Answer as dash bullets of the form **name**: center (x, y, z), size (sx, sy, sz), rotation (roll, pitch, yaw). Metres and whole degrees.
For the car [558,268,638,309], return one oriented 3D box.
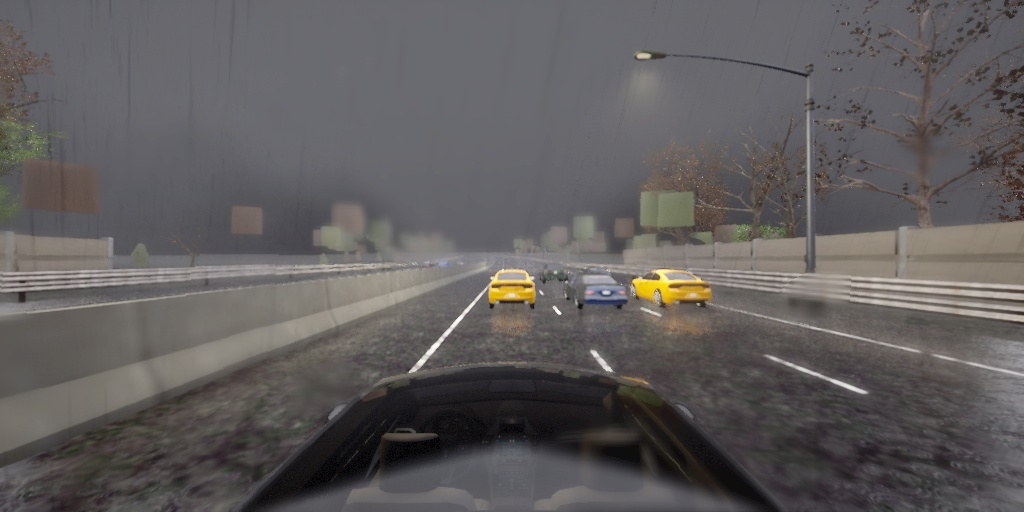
- **car**: center (3.503, 1.436, 15.832), size (2.033, 1.411, 5.357), rotation (0, -1, 0)

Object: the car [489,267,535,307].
- **car**: center (0.010, 1.371, 16.318), size (1.882, 1.535, 5.008), rotation (0, 0, 0)

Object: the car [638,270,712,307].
- **car**: center (7.010, 1.372, 16.326), size (1.882, 1.535, 5.008), rotation (0, 0, 0)

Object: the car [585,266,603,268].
- **car**: center (7.006, 1.583, 30.831), size (2.033, 1.411, 5.357), rotation (0, -1, 0)

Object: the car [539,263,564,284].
- **car**: center (3.509, 1.387, 30.926), size (2.097, 1.767, 4.553), rotation (0, -1, 0)
